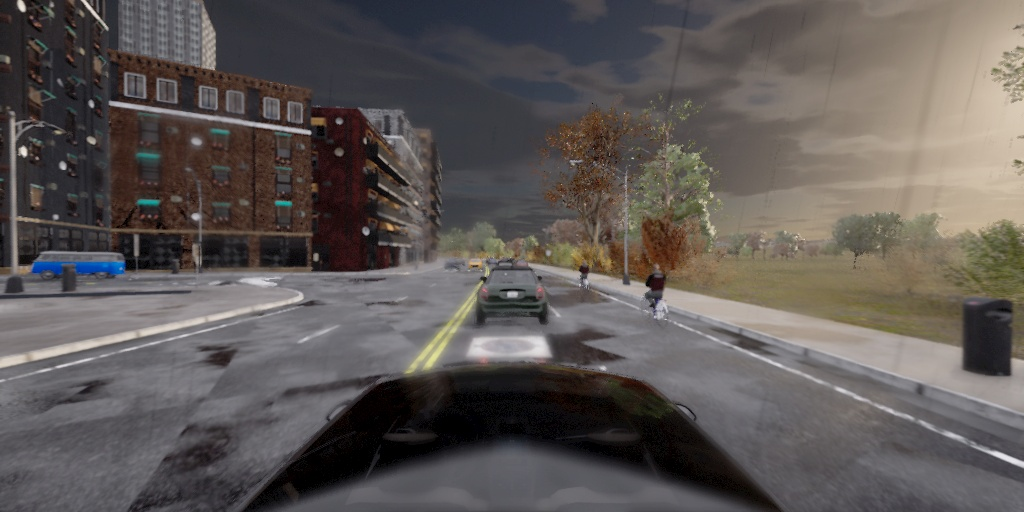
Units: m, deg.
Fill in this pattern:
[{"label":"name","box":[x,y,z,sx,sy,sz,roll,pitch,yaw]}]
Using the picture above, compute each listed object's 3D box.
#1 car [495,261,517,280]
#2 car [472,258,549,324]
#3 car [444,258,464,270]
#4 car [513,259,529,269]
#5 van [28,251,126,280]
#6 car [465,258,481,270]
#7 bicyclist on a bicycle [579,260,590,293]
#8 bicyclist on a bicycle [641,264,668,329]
[{"label":"car","box":[-0.612,1.199,31.685,1.837,1.490,4.892,0,0,-3]},{"label":"car","box":[-0.015,1.083,12.056,2.097,1.767,4.553,0,0,-1]},{"label":"car","box":[-8.396,1.210,50.552,2.033,1.411,5.357,0,0,-4]},{"label":"car","box":[1.302,1.207,53.803,1.994,1.385,4.181,0,0,-4]},{"label":"van","box":[-28.073,0.623,23.338,3.998,1.789,1.690,0,0,-30]},{"label":"car","box":[-5.172,1.135,50.934,1.882,1.535,5.008,0,0,-4]},{"label":"bicyclist on a bicycle","box":[3.877,1.085,19.392,0.659,1.776,1.843,0,0,-1]},{"label":"bicyclist on a bicycle","box":[4.061,1.102,10.318,0.659,1.776,1.843,0,0,-1]}]
